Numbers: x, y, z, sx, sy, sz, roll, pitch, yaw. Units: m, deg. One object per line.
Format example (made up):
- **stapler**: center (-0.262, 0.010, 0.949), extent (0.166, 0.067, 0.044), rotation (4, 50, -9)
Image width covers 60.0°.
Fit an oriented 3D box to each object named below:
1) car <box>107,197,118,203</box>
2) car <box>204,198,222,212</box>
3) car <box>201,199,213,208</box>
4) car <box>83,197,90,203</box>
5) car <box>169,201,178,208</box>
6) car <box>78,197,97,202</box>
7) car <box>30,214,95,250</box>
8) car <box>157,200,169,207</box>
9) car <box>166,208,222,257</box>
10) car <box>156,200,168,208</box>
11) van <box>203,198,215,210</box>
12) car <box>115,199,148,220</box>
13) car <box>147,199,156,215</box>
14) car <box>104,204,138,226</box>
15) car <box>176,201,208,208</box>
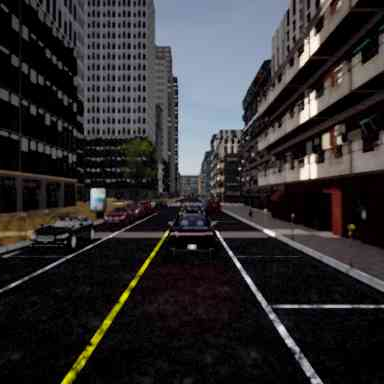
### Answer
- **car**: center (-22.021, 2.068, 87.835), extent (4.829, 1.417, 1.752), rotation (1, -1, -1)
- **car**: center (2.693, 1.766, 42.826), extent (2.192, 1.841, 5.009), rotation (0, -1, 0)
- **car**: center (2.695, 2.071, 59.476), extent (1.967, 1.590, 4.097), rotation (0, -1, 0)
- **car**: center (-27.359, 1.690, 79.314), extent (5.009, 1.841, 2.192), rotation (1, -2, -1)
- **car**: center (-3.051, 2.234, 59.700), extent (1.895, 1.301, 4.718), rotation (0, -1, 1)
- **car**: center (-27.466, 2.006, 87.687), extent (4.313, 1.339, 1.947), rotation (1, -1, -1)
- **car**: center (-5.690, 1.709, 15.070), extent (2.008, 1.369, 4.403), rotation (0, -1, 0)
- **car**: center (-5.684, 2.254, 64.721), extent (1.947, 1.339, 4.313), rotation (0, -1, 0)
- **car**: center (0.019, 1.634, 13.496), extent (2.128, 1.511, 4.902), rotation (0, 0, 0)
- **car**: center (-5.685, 2.197, 59.475), extent (1.947, 1.339, 4.313), rotation (0, -1, 0)
- **van**: center (2.695, 1.911, 53.927), extent (1.690, 1.788, 3.998), rotation (0, -1, 0)
- **car**: center (-5.688, 1.773, 31.723), extent (1.967, 1.590, 4.097), rotation (0, -1, 0)
- **car**: center (-5.687, 1.707, 37.275), extent (2.192, 1.841, 5.009), rotation (0, -1, 0)
- **car**: center (-5.688, 1.856, 26.171), extent (1.802, 1.307, 4.206), rotation (0, -1, 0)
- **car**: center (0.021, 1.792, 28.495), extent (2.128, 1.511, 4.902), rotation (0, 0, 0)
